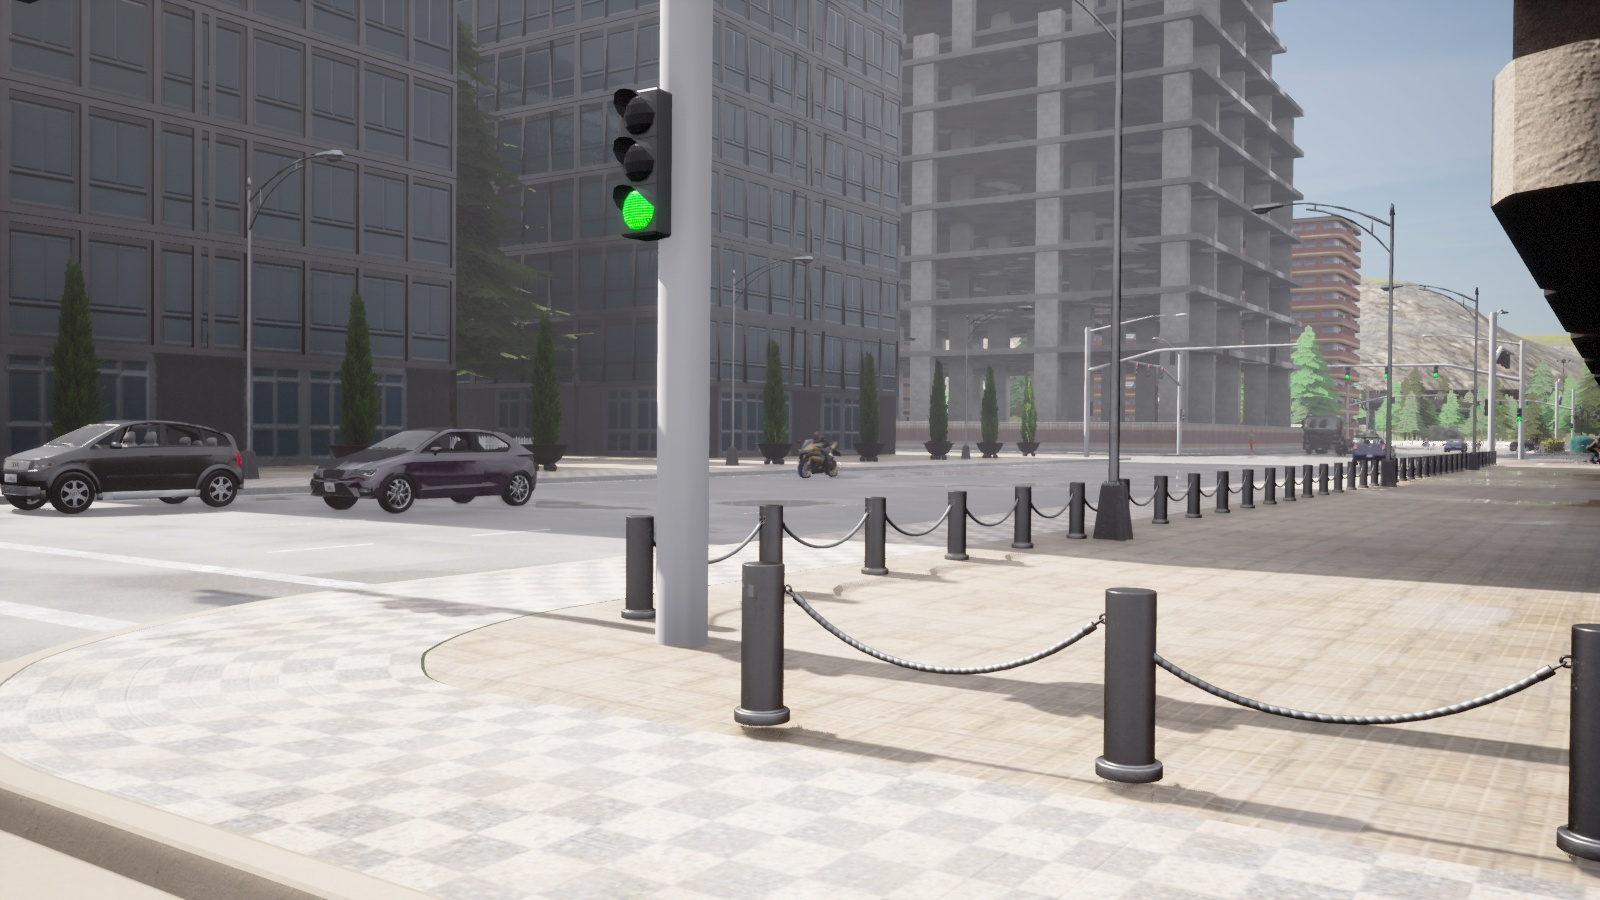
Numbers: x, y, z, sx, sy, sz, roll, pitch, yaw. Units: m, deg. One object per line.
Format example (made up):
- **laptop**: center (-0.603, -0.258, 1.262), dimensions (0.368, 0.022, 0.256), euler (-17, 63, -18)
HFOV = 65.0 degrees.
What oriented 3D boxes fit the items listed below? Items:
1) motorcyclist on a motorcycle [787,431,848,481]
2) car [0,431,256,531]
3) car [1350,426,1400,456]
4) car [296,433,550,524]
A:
- **motorcyclist on a motorcycle**: center (0.558, 0.161, 39.903), dimensions (0.866, 1.530, 2.191), euler (0, 1, 34)
- **car**: center (-11.657, 0.463, 21.730), dimensions (1.789, 1.549, 3.705), euler (0, 1, 34)
- **car**: center (29.567, -0.458, 64.549), dimensions (1.845, 1.501, 3.633), euler (0, 1, 33)
- **car**: center (-6.723, 0.439, 22.796), dimensions (1.816, 1.474, 4.193), euler (0, 1, 34)
